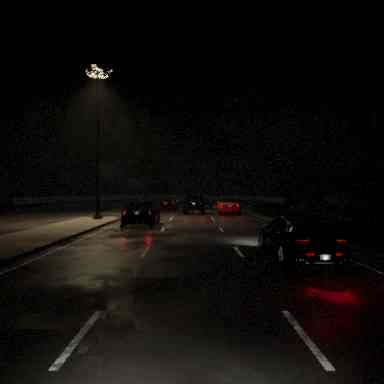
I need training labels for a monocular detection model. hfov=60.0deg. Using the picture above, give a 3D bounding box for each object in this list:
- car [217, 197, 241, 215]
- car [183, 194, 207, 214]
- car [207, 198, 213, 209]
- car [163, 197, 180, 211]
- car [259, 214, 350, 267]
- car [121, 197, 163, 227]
[{"bbox_3d":[3.741,1.351,34.148,2.097,1.767,4.553,0,0,2],"label":"car"},{"bbox_3d":[0.274,1.220,34.754,2.150,2.045,5.566,0,0,2],"label":"car"},{"bbox_3d":[1.610,1.490,44.531,2.128,1.511,4.902,0,0,12],"label":"car"},{"bbox_3d":[-2.761,1.351,40.259,2.097,1.767,4.553,0,0,6],"label":"car"},{"bbox_3d":[3.599,1.504,11.392,1.837,1.490,4.892,0,0,0],"label":"car"},{"bbox_3d":[-3.401,1.351,22.625,2.097,1.767,4.553,0,0,0],"label":"car"}]
